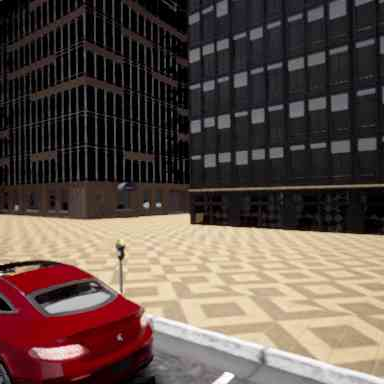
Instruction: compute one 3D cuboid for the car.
[{"bbox_3d":[-2.396,1.624,4.594,4.206,1.307,1.802,-1,-1,36],"label":"car"}]
